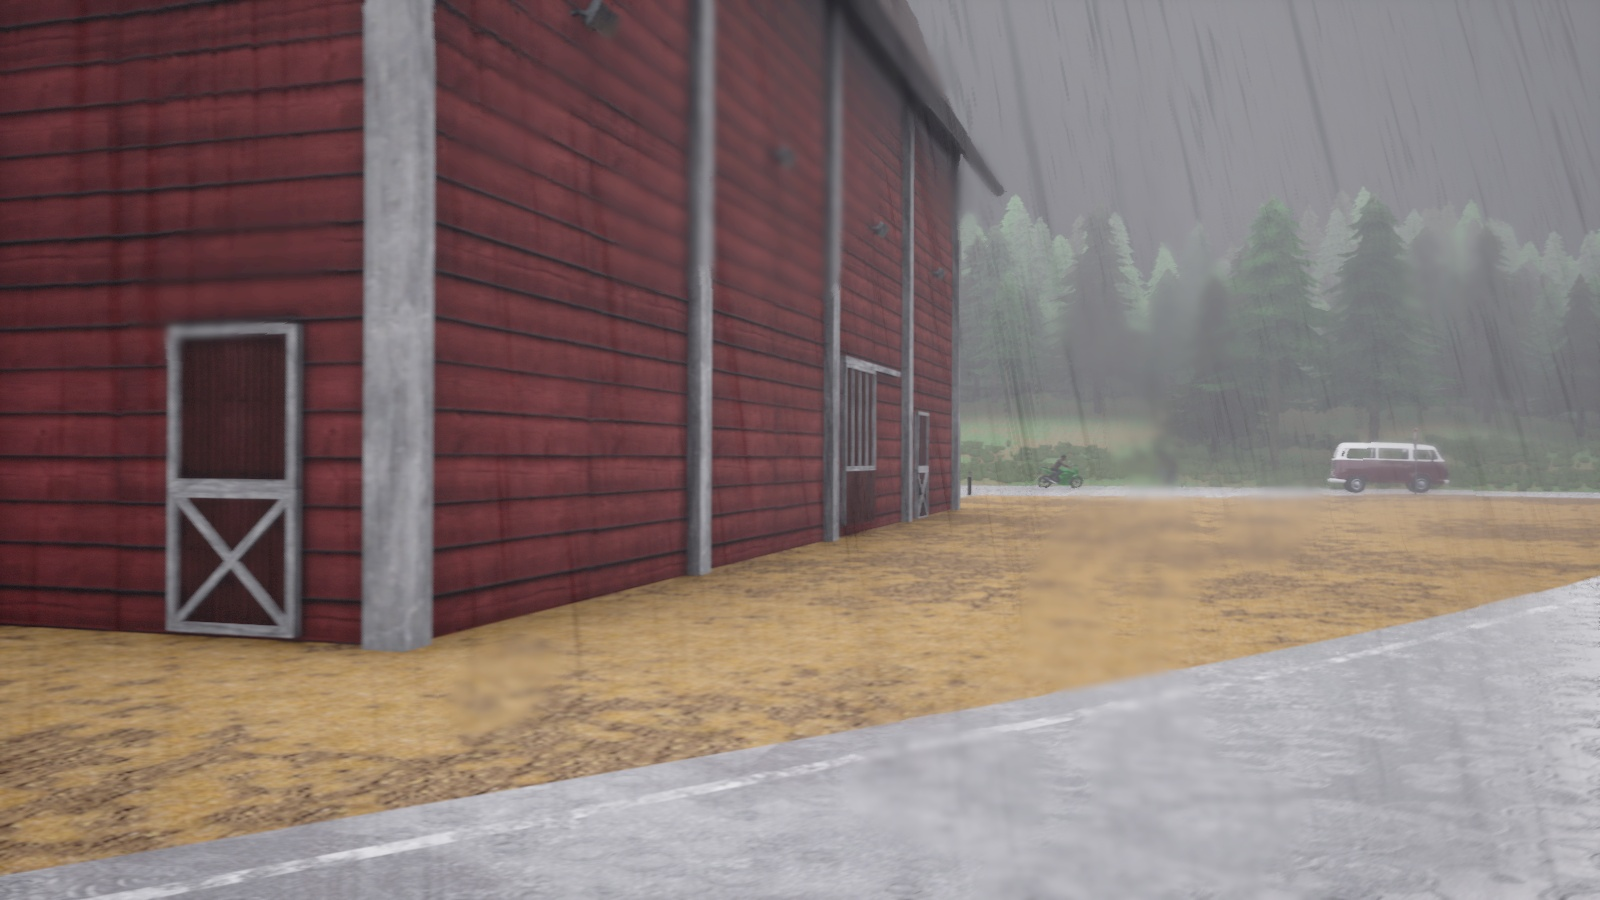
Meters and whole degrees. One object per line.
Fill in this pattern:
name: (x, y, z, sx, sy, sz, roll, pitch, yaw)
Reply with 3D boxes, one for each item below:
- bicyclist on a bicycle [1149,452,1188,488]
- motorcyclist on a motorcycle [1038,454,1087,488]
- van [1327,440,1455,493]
bicyclist on a bicycle: (16.882, 0.903, 57.540, 1.656, 1.620, 0.582, 0, 0, 18)
motorcyclist on a motorcycle: (11.608, 0.919, 55.543, 2.044, 1.523, 0.797, 0, 0, 18)
van: (24.184, 0.638, 51.550, 4.480, 2.038, 2.069, 1, 0, 18)
